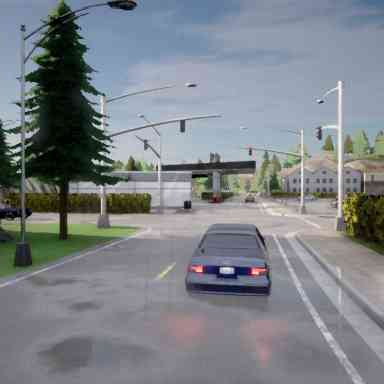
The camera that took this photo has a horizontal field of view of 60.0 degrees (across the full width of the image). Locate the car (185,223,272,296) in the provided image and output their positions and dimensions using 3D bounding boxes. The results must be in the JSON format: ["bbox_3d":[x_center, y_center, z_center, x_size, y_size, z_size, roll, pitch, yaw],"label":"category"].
[{"bbox_3d":[1.083,1.547,8.829,2.033,1.411,5.357,0,0,10],"label":"car"}]

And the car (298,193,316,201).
[{"bbox_3d":[27.321,1.077,79.227,3.866,1.878,1.905,0,0,10],"label":"car"}]

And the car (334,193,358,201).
[{"bbox_3d":[34.496,1.097,74.619,4.605,1.855,1.932,0,0,10],"label":"car"}]

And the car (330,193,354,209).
[{"bbox_3d":[20.221,1.330,42.318,5.027,1.636,2.152,0,0,10],"label":"car"}]

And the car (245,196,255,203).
[{"bbox_3d":[11.965,1.491,68.529,2.128,1.511,4.902,0,0,11],"label":"car"}]

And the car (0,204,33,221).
[{"bbox_3d":[-15.572,1.601,27.066,4.718,1.301,1.895,0,0,10],"label":"car"}]

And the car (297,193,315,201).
[{"bbox_3d":[26.140,1.361,76.060,3.806,1.475,1.970,0,0,10],"label":"car"}]
